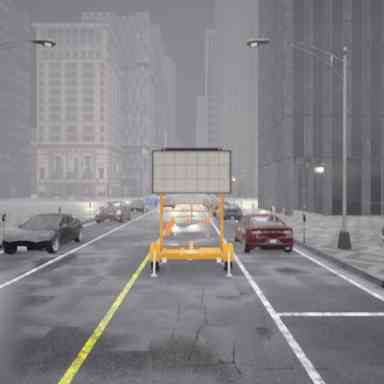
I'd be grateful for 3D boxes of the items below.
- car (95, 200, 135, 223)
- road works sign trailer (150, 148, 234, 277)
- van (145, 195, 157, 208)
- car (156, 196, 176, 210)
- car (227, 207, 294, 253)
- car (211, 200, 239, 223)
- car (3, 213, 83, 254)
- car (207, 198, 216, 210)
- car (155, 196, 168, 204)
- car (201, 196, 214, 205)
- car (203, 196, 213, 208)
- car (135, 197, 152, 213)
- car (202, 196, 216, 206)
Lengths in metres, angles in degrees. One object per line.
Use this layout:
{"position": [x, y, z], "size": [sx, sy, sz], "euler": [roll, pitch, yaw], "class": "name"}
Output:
{"position": [-5.791, 1.421, 24.758], "size": [1.967, 1.590, 4.097], "euler": [0, 0, 0], "class": "car"}
{"position": [-0.010, 0.457, 10.220], "size": [2.380, 3.560, 2.880], "euler": [0, 0, 0], "class": "road works sign trailer"}
{"position": [-5.815, 1.295, 47.322], "size": [1.690, 1.788, 3.998], "euler": [0, 0, 0], "class": "van"}
{"position": [-3.130, 1.464, 43.123], "size": [1.837, 1.490, 4.892], "euler": [0, 0, 0], "class": "car"}
{"position": [2.747, 1.535, 13.489], "size": [1.887, 1.381, 4.507], "euler": [0, 0, 0], "class": "car"}
{"position": [2.735, 1.532, 24.770], "size": [2.008, 1.369, 4.403], "euler": [0, 0, 0], "class": "car"}
{"position": [-5.779, 1.557, 13.477], "size": [1.947, 1.339, 4.313], "euler": [0, 0, 0], "class": "car"}
{"position": [2.729, 1.541, 30.410], "size": [1.947, 1.339, 4.313], "euler": [0, 0, 0], "class": "car"}
{"position": [-5.833, 1.477, 64.245], "size": [2.008, 1.369, 4.403], "euler": [0, 0, 0], "class": "car"}
{"position": [2.699, 1.486, 58.615], "size": [2.008, 1.369, 4.403], "euler": [0, 0, 0], "class": "car"}
{"position": [2.716, 1.487, 41.862], "size": [1.752, 1.417, 4.829], "euler": [0, 0, 0], "class": "car"}
{"position": [-5.803, 1.535, 36.041], "size": [1.947, 1.339, 4.313], "euler": [0, 0, 0], "class": "car"}
{"position": [2.704, 1.385, 52.974], "size": [1.967, 1.590, 4.097], "euler": [0, 0, 0], "class": "car"}
